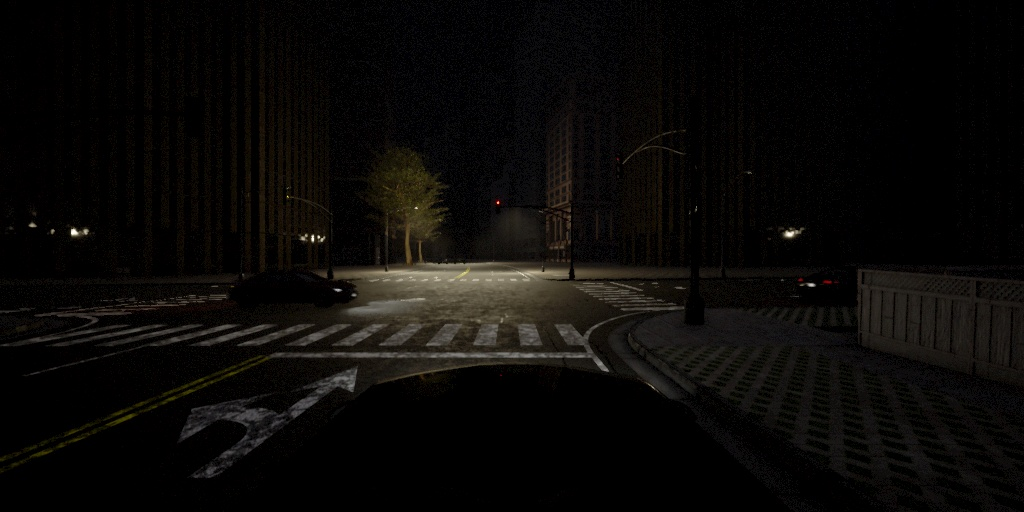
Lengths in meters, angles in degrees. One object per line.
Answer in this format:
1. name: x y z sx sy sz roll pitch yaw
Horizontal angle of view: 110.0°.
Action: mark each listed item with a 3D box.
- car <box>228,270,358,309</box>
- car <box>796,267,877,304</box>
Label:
1. car: -8.685 1.284 14.383 4.674 1.442 1.812 0 0 0
2. car: 14.116 1.123 14.535 4.181 1.385 1.994 -1 0 0
